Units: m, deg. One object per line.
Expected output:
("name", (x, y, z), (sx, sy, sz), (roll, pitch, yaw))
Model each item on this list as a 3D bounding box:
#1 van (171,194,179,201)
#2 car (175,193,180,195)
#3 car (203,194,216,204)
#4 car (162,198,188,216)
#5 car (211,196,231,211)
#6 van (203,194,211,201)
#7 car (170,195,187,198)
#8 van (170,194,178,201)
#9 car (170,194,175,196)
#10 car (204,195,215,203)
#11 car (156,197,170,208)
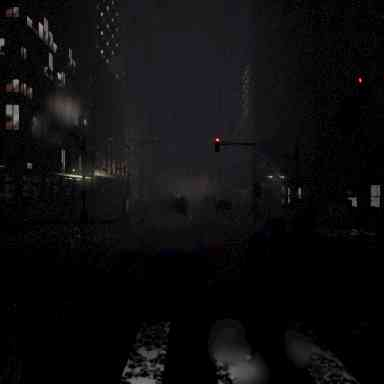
("van", (-4.369, 1.314, 85.931), (1.690, 1.788, 3.998), (0, 0, 0))
("car", (-1.705, 1.477, 61.705), (1.882, 1.535, 5.008), (0, 0, 0))
("car", (3.651, 1.312, 63.871), (2.192, 1.841, 5.009), (0, 0, 0))
("car", (-1.566, 1.581, 32.720), (1.994, 1.385, 4.181), (0, 0, 0))
("car", (3.840, 1.579, 41.762), (1.947, 1.339, 4.313), (0, 0, 0))
("van", (3.546, 1.320, 80.454), (1.690, 1.788, 3.998), (0, 0, 0))
("car", (-1.640, 1.537, 44.587), (1.812, 1.442, 4.674), (0, 0, 0))
("van", (-4.334, 1.320, 80.404), (1.690, 1.788, 3.998), (0, 0, 0))
("car", (-4.229, 1.563, 63.821), (1.947, 1.339, 4.313), (0, 0, 0))
("car", (3.616, 1.431, 69.399), (1.967, 1.590, 4.097), (0, 0, 0))
("car", (-4.125, 1.592, 47.239), (1.802, 1.307, 4.206), (0, 0, 0))
